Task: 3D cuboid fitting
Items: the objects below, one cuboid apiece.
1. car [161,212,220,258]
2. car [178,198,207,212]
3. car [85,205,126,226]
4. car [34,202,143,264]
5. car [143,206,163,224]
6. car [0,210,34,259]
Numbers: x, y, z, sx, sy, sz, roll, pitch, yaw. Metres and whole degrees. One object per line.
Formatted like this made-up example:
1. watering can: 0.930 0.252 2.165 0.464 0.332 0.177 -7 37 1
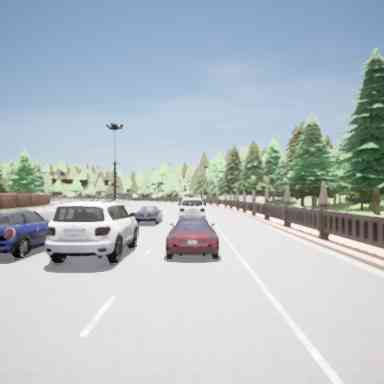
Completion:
1. car: 0.023 1.710 13.412 1.994 1.385 4.181 0 -1 0
2. car: 0.021 1.523 27.552 2.150 2.045 5.566 0 0 0
3. car: -6.980 1.845 27.499 2.033 1.411 5.357 0 -1 0
4. car: -3.487 1.362 12.579 2.150 2.045 5.566 0 0 0
5. car: -3.480 1.845 27.494 2.033 1.411 5.357 0 -1 0
6. car: -6.977 1.497 13.412 2.097 1.767 4.553 0 -1 0
